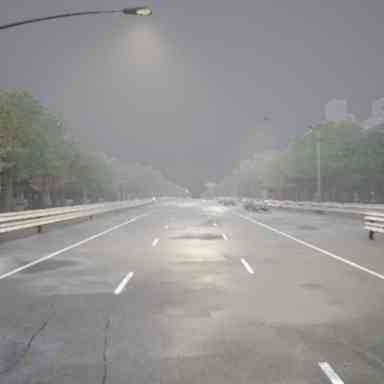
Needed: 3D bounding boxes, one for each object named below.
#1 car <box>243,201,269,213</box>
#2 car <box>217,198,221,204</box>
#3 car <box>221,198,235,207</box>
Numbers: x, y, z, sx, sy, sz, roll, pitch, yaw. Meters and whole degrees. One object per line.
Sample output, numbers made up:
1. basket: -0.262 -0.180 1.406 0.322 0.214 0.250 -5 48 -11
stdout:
1. car: 8.130 1.821 42.442 2.033 1.411 5.357 0 0 -9
2. car: 7.029 2.094 79.097 1.895 1.301 4.718 0 0 0
3. car: 6.845 1.895 61.433 1.812 1.442 4.674 0 0 1
